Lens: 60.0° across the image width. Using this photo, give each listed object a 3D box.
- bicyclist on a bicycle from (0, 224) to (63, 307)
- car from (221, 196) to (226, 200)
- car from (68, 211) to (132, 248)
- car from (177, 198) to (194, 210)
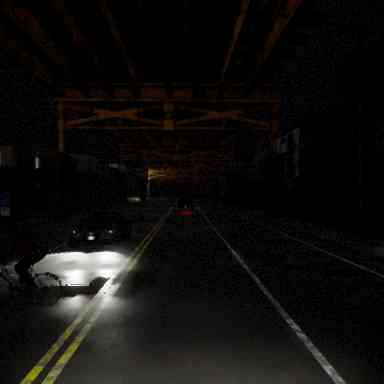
[{"bbox_3d":[-3.355,1.453,6.488,1.656,1.620,0.582,-1,0,-1],"label":"bicyclist on a bicycle"},{"bbox_3d":[10.221,1.453,90.080,4.974,1.542,2.038,0,0,29],"label":"car"},{"bbox_3d":[-3.889,1.563,14.643,1.994,1.385,4.181,0,0,-1],"label":"car"},{"bbox_3d":[-0.839,1.505,42.547,1.837,1.490,4.892,0,0,-1],"label":"car"}]
